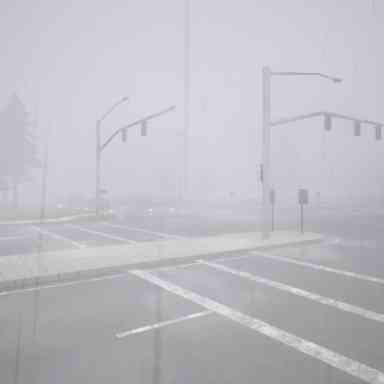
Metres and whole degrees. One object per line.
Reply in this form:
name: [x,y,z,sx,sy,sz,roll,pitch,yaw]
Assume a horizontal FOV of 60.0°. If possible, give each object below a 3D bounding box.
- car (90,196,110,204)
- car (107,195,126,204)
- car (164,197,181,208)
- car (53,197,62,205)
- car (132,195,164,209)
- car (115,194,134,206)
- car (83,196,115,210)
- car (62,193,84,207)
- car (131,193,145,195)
car: [-17.346,1.491,62.786,2.128,1.511,4.902,0,0,-35]
car: [-14.795,1.478,65.274,1.882,1.535,5.008,0,0,-34]
car: [-3.472,1.505,48.997,1.837,1.490,4.892,0,0,-35]
car: [-23.411,1.564,59.244,1.994,1.385,4.181,0,0,-34]
car: [-6.255,1.505,46.869,1.837,1.490,4.892,0,0,-35]
car: [-11.495,1.505,54.362,1.837,1.490,4.892,0,0,-35]
car: [-12.056,1.505,42.947,1.837,1.490,4.892,0,0,-35]
car: [-17.717,1.221,51.024,2.150,2.045,5.566,0,0,-35]
car: [-9.009,1.222,56.921,2.150,2.045,5.566,0,0,-35]
